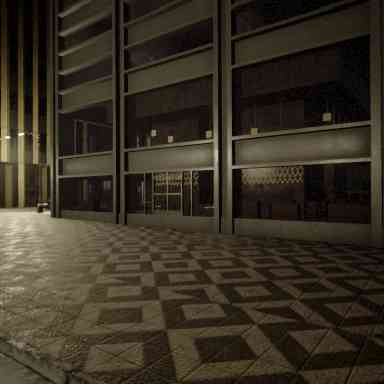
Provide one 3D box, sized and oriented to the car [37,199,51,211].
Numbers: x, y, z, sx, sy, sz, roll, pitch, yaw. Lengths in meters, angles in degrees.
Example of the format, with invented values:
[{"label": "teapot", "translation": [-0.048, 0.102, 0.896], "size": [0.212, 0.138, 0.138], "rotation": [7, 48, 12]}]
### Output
[{"label": "car", "translation": [-15.555, 1.339, 38.968], "size": [2.128, 1.511, 4.902], "rotation": [0, 0, 36]}]
